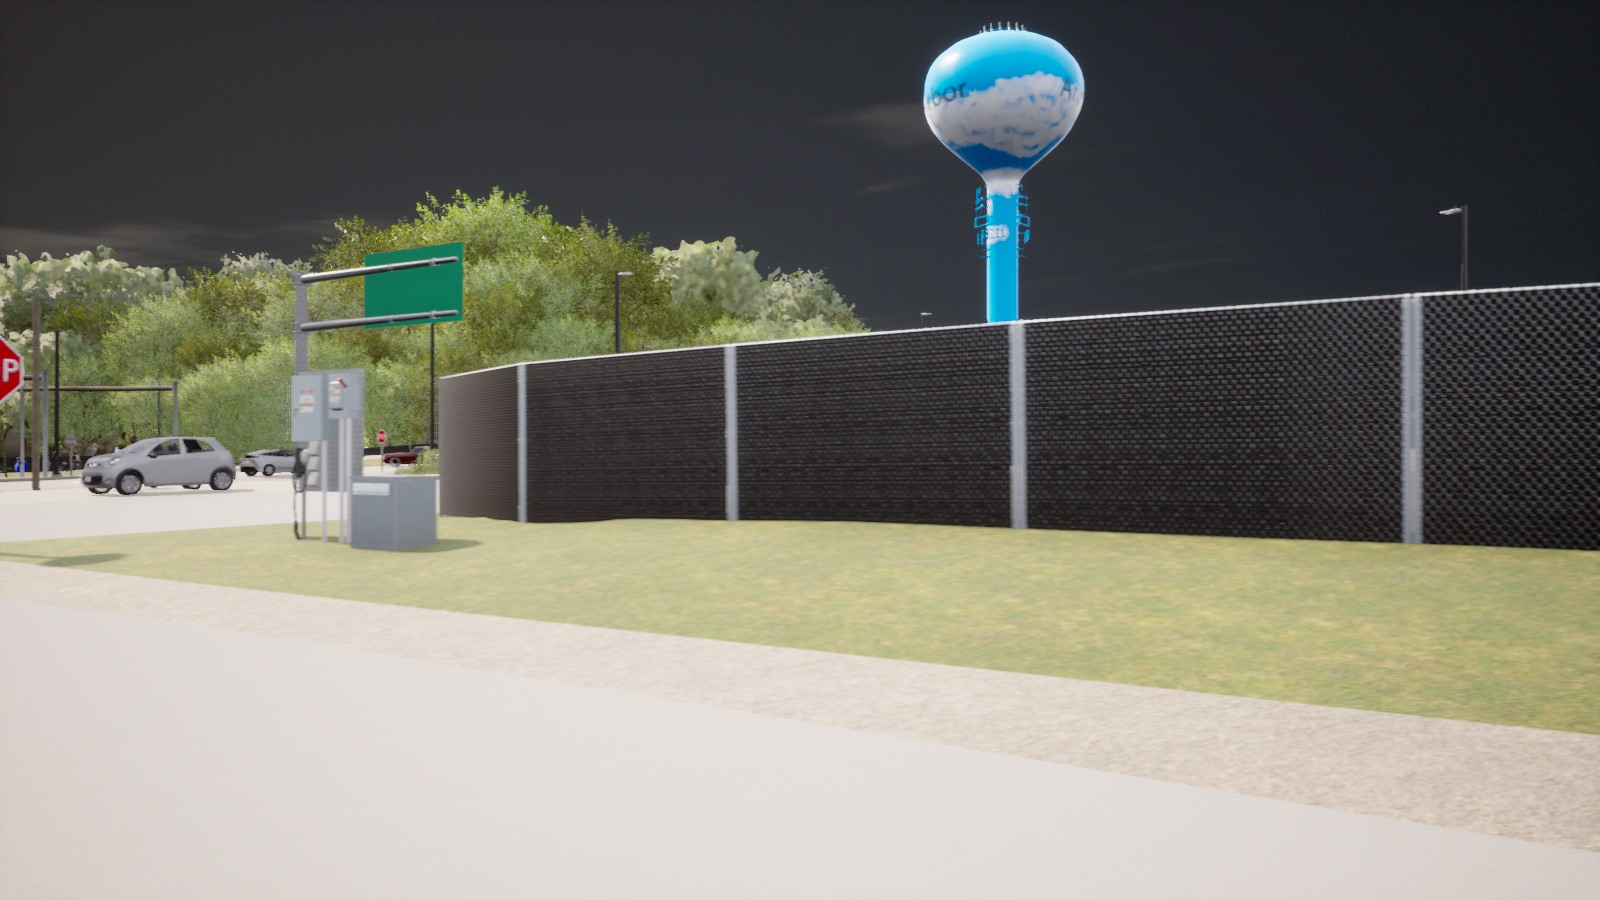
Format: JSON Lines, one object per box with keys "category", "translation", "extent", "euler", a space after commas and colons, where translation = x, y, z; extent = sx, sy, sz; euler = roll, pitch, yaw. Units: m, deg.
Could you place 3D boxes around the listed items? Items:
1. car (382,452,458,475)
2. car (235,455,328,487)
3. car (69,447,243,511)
{"category": "car", "translation": [-25.442, 0.887, 84.037], "extent": [4.718, 1.301, 1.895], "euler": [-3, 2, -21]}
{"category": "car", "translation": [-29.413, 1.181, 71.371], "extent": [2.007, 1.525, 4.514], "euler": [-1, 1, 32]}
{"category": "car", "translation": [-17.014, 0.729, 33.312], "extent": [1.845, 1.501, 3.633], "euler": [-1, 1, 34]}
